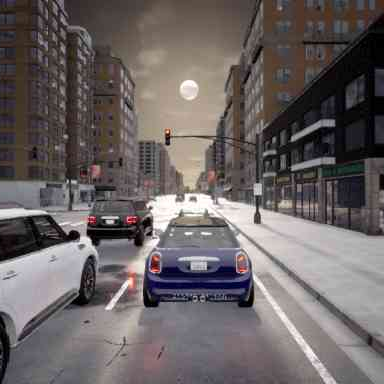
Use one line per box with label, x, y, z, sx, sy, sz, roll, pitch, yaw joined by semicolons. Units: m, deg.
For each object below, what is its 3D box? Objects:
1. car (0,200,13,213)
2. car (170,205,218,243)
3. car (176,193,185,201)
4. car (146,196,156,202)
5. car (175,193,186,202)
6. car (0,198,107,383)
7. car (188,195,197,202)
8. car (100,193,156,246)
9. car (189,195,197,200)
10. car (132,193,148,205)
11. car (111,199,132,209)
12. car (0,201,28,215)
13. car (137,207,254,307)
car;-22.028;1.596;36.027;4.313;1.339;1.947;0;0;0
car;0.113;1.494;17.182;2.128;1.511;4.902;0;0;1
car;-2.950;1.168;88.235;2.150;2.045;5.566;0;0;0
car;-9.486;1.563;77.580;1.812;1.442;4.674;0;0;0
car;-2.985;1.583;77.783;2.033;1.411;5.357;0;0;0
car;-3.140;1.222;4.955;2.150;2.045;5.566;0;0;1
car;0.267;1.568;78.185;1.812;1.442;4.674;0;0;0
car;-3.100;1.224;15.308;2.150;2.045;5.566;0;0;0
car;0.300;1.496;88.193;1.994;1.385;4.181;0;0;0
car;-9.599;1.253;61.807;2.150;2.045;5.566;0;0;1
car;-9.701;1.618;46.223;1.895;1.301;4.718;0;0;0
car;-19.121;1.580;33.449;4.181;1.385;1.994;0;0;-1
car;0.125;1.353;8.113;2.097;1.767;4.553;0;0;0
